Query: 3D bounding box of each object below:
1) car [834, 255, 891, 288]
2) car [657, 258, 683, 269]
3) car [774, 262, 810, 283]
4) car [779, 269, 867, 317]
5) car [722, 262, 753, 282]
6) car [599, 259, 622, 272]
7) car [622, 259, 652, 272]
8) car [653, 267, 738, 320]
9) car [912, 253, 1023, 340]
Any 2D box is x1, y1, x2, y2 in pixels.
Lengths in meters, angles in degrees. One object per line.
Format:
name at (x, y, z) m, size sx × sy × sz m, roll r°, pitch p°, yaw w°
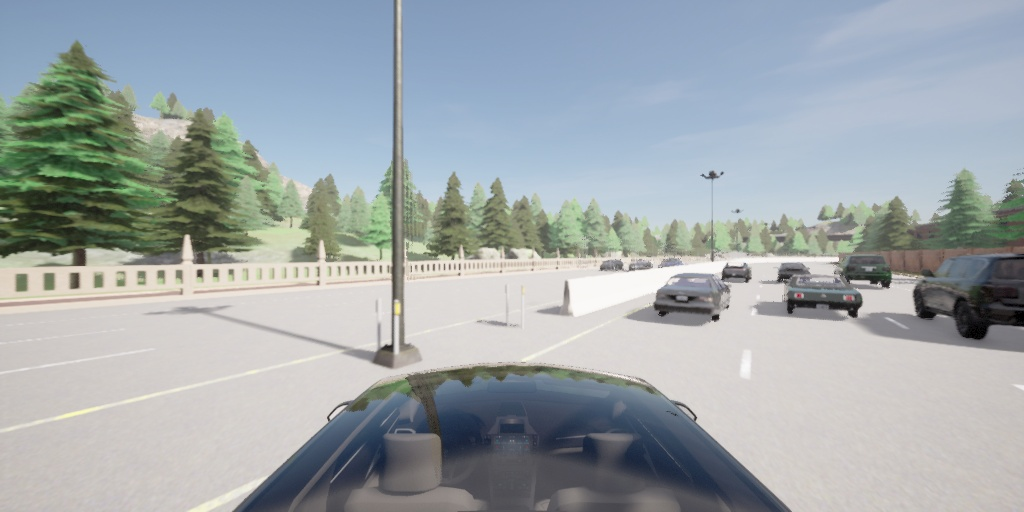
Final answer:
car at (23.063, 0.937, 23.773) m, size 2.150 × 2.045 × 5.566 m, roll 0°, pitch 0°, yaw 36°
car at (18.389, 1.033, 41.575) m, size 2.097 × 1.767 × 4.553 m, roll 0°, pitch 0°, yaw 36°
car at (20.967, 1.214, 26.855) m, size 1.837 × 1.490 × 4.892 m, roll 0°, pitch 0°, yaw 36°
car at (11.241, 1.333, 13.280) m, size 1.895 × 1.301 × 4.718 m, roll 0°, pitch 0°, yaw 36°
car at (17.941, 1.197, 28.644) m, size 2.128 × 1.511 × 4.902 m, roll 0°, pitch 0°, yaw 36°
car at (12.743, 1.177, 45.711) m, size 1.837 × 1.490 × 4.892 m, roll 0°, pitch 0°, yaw 36°
car at (15.658, 1.169, 43.771) m, size 2.128 × 1.511 × 4.902 m, roll 0°, pitch 0°, yaw 36°
car at (6.464, 1.279, 12.623) m, size 2.033 × 1.411 × 5.357 m, roll 0°, pitch 0°, yaw 36°
car at (12.717, 0.958, 9.343) m, size 2.150 × 2.045 × 5.566 m, roll 0°, pitch 0°, yaw 36°
